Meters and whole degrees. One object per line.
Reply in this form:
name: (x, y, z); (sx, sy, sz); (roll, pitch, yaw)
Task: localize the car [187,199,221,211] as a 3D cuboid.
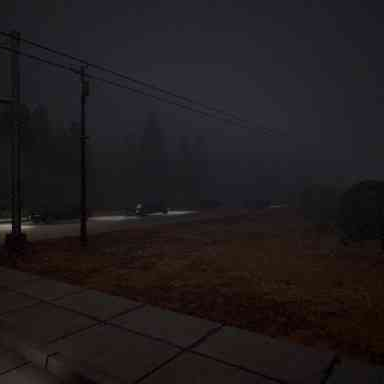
car: (1.523, 1.510, 39.971); (1.895, 1.301, 4.718); (0, 0, 37)

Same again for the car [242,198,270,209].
car: (8.395, 1.466, 43.049); (1.895, 1.301, 4.718); (0, 0, 37)

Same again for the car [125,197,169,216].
car: (-4.327, 1.312, 32.097); (2.097, 1.767, 4.553); (0, 0, 37)

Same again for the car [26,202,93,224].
car: (-9.732, 1.513, 24.808); (1.837, 1.490, 4.892); (0, 0, 37)
